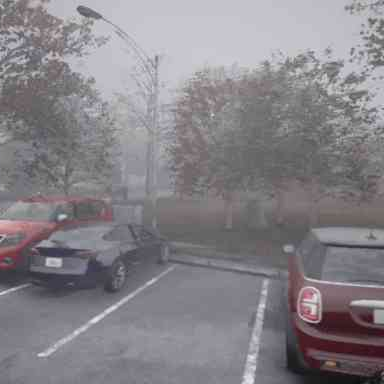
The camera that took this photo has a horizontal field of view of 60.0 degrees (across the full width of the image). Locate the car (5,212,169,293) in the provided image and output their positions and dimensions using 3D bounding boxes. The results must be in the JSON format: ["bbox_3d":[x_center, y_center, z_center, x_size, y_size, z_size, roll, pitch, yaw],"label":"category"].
[{"bbox_3d":[-2.174,1.499,8.983,2.163,1.488,4.792,0,-1,15],"label":"car"}]

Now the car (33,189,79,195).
[{"bbox_3d":[-13.696,0.481,33.729,2.128,1.511,4.902,2,4,37],"label":"car"}]

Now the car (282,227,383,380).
[{"bbox_3d":[2.621,1.357,5.523,2.185,1.767,4.553,0,-1,15],"label":"car"}]

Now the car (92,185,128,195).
[{"bbox_3d":[-10.659,-0.175,43.461,1.882,1.535,5.008,2,5,37],"label":"car"}]

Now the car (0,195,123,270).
[{"bbox_3d":[-4.582,1.211,10.630,2.435,2.045,5.566,1,-1,15],"label":"car"}]
